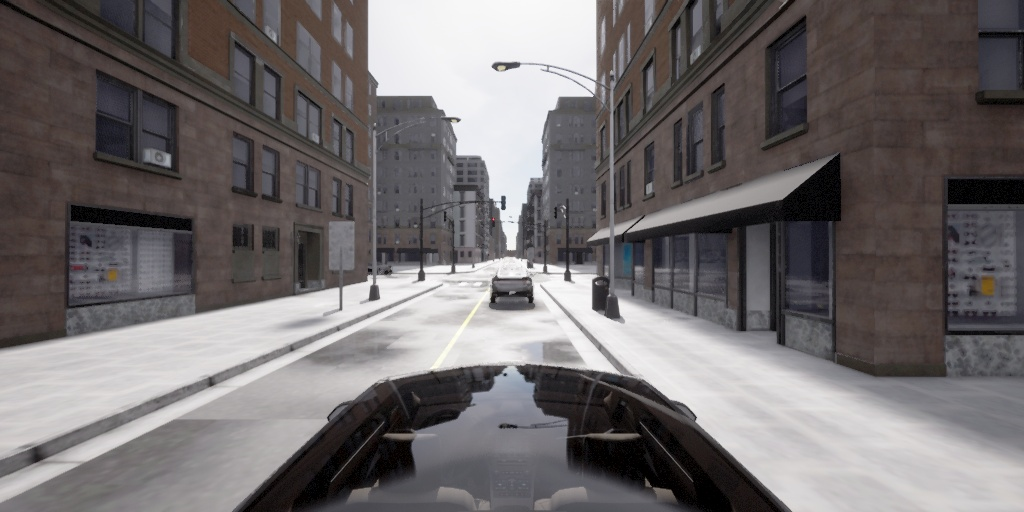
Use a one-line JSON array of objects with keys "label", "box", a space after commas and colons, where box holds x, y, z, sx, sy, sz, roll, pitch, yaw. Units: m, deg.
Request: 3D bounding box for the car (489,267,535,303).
[{"label": "car", "box": [0.000, 1.244, 16.499, 2.128, 1.511, 4.902, 0, 0, 0]}]

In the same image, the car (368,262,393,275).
[{"label": "car", "box": [-14.764, 1.325, 37.757, 4.313, 1.339, 1.948, 0, 0, 0]}]
